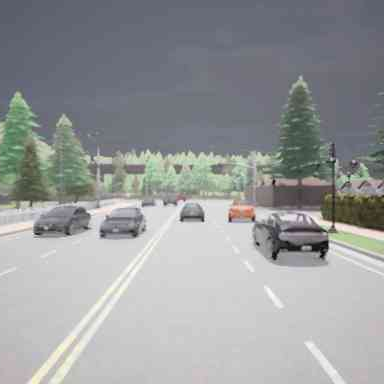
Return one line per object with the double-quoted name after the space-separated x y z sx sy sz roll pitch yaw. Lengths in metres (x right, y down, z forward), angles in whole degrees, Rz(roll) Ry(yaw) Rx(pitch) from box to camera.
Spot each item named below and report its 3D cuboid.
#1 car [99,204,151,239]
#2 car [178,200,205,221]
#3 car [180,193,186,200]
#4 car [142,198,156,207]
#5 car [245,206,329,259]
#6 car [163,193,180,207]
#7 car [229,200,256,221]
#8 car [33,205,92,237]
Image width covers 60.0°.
-3.551 1.563 17.887 1.812 1.442 4.674 0 0 1 "car"
0.043 1.624 27.873 1.994 1.385 4.181 0 0 0 "car"
-3.272 1.318 79.118 2.150 2.045 5.566 0 0 -27 "car"
-7.069 1.680 54.827 1.994 1.385 4.181 0 0 0 "car"
3.541 1.519 12.645 2.128 1.511 4.902 0 0 1 "car"
-3.568 1.338 54.943 2.150 2.045 5.566 0 0 0 "car"
4.172 1.410 27.478 2.097 1.767 4.553 0 0 10 "car"
-7.045 1.546 18.560 1.837 1.490 4.892 0 0 1 "car"
